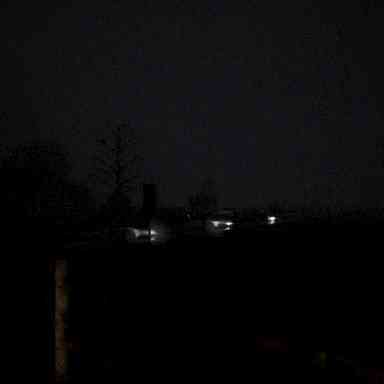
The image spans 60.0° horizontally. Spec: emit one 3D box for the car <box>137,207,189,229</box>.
[{"bbox_3d":[-2.130,1.940,25.629,1.837,1.490,4.892,1,-1,35],"label":"car"}]

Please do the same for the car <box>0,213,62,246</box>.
[{"bbox_3d":[-8.659,1.756,16.487,1.994,1.385,4.181,1,-1,36],"label":"car"}]

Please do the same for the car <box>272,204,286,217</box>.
[{"bbox_3d":[10.754,2.406,43.624,1.837,1.490,4.892,1,-1,36],"label":"car"}]

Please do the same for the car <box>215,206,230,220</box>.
[{"bbox_3d":[4.148,2.188,34.424,1.812,1.442,4.674,1,-1,36],"label":"car"}]

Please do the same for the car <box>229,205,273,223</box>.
[{"bbox_3d":[5.667,2.232,31.478,1.994,1.385,4.181,1,-1,35],"label":"car"}]
